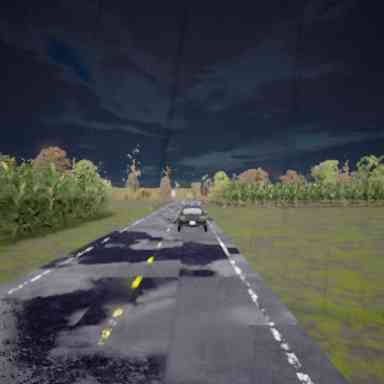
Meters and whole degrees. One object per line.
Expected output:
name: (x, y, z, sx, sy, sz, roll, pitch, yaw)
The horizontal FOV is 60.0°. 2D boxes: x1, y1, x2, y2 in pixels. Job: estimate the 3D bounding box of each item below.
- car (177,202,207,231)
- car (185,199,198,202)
car: (0.021, 1.629, 21.531, 1.812, 1.442, 4.674, 0, 0, 0)
car: (-0.044, 1.528, 38.271, 2.097, 1.767, 4.553, 0, 0, 0)
